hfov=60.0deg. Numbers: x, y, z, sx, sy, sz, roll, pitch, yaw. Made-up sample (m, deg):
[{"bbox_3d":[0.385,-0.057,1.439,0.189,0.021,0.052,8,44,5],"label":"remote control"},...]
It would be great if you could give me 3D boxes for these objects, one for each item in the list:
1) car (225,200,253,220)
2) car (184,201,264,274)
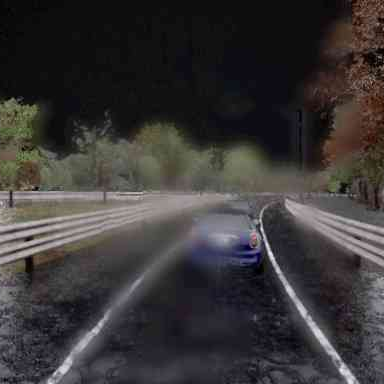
[{"bbox_3d":[3.886,1.384,26.914,1.994,1.385,4.181,0,0,12],"label":"car"},{"bbox_3d":[1.069,1.279,10.574,2.097,1.767,4.553,0,0,7],"label":"car"}]
